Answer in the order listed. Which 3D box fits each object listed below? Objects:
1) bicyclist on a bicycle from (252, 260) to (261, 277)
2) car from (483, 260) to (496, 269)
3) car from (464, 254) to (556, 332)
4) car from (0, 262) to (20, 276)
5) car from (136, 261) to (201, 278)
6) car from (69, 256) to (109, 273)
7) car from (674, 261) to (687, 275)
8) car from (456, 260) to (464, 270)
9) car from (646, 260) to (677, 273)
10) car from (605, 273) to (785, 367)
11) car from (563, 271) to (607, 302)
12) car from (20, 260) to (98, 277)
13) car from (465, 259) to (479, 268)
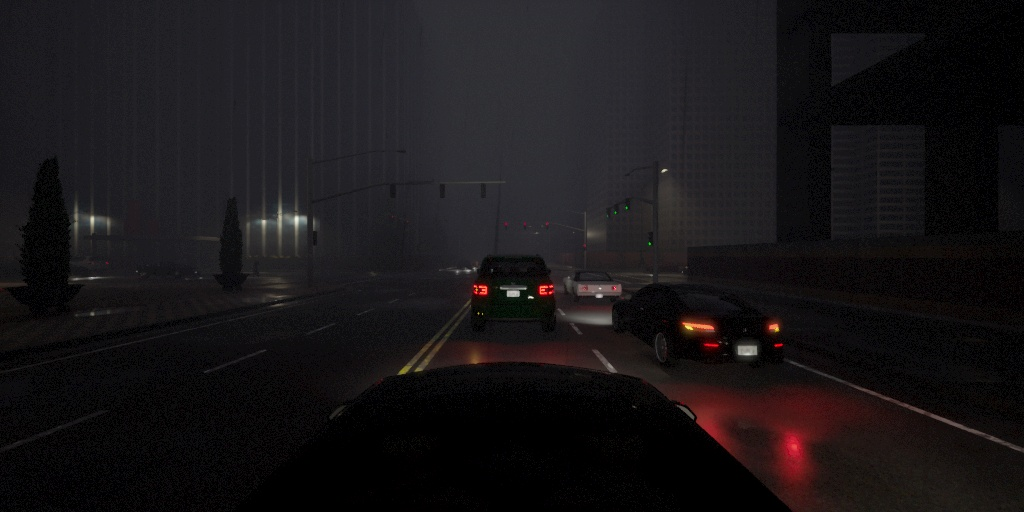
[{"bbox_3d":[-24.645,1.203,34.554,0.582,1.620,1.656,0,0,-13],"label":"bicyclist on a bicycle"},{"bbox_3d":[-3.549,1.351,57.510,1.895,1.301,4.718,0,0,0],"label":"car"},{"bbox_3d":[0.057,0.971,11.013,2.150,2.045,5.566,0,0,1],"label":"car"},{"bbox_3d":[-50.679,1.314,36.566,4.181,1.385,1.994,0,0,3],"label":"car"},{"bbox_3d":[-31.586,1.241,33.034,4.902,1.511,2.128,0,0,0],"label":"car"},{"bbox_3d":[-48.671,0.970,40.119,5.566,2.045,2.150,0,0,0],"label":"car"},{"bbox_3d":[19.877,1.351,37.168,4.718,1.301,1.895,0,0,1],"label":"car"},{"bbox_3d":[-7.059,1.275,53.730,1.812,1.442,4.674,0,0,0],"label":"car"},{"bbox_3d":[17.808,1.227,40.681,5.008,1.535,1.882,0,0,0],"label":"car"},{"bbox_3d":[3.589,1.276,7.770,1.812,1.442,4.674,0,0,0],"label":"car"},{"bbox_3d":[3.593,1.351,16.932,1.895,1.301,4.718,0,0,0],"label":"car"},{"bbox_3d":[-41.554,1.314,32.987,4.181,1.385,1.994,0,0,0],"label":"car"},{"bbox_3d":[-7.025,1.227,63.065,1.882,1.535,5.008,0,0,0],"label":"car"}]
